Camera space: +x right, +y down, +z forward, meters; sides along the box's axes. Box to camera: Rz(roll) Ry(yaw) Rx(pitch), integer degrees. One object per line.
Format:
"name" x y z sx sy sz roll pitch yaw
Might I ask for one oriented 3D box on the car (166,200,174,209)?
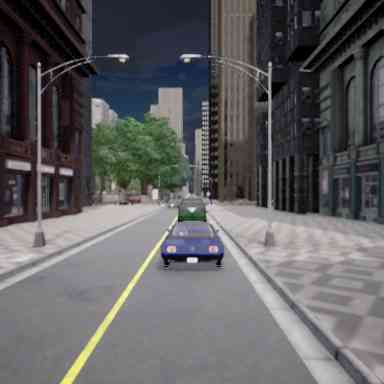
"car" -3.070 1.980 54.040 2.128 1.511 4.902 0 -1 0

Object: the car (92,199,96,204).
"car" -25.945 2.273 82.260 4.313 1.339 1.947 0 0 0

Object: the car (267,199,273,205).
"car" 17.107 2.355 73.500 4.403 1.369 2.008 0 0 0

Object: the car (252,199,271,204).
"car" 17.145 2.304 82.025 4.313 1.339 1.947 0 0 0

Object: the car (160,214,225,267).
"car" 0.035 1.696 11.800 1.895 1.301 4.718 0 0 1

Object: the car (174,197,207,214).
"car" 0.029 1.441 26.313 2.150 2.045 5.566 0 0 0

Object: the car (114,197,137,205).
"car" -15.070 2.341 73.676 4.313 1.339 1.947 0 0 0

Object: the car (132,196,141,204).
"car" -15.033 2.024 82.199 5.009 1.841 2.192 0 0 0

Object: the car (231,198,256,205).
"car" 11.764 2.323 73.529 4.829 1.417 1.752 0 0 0
